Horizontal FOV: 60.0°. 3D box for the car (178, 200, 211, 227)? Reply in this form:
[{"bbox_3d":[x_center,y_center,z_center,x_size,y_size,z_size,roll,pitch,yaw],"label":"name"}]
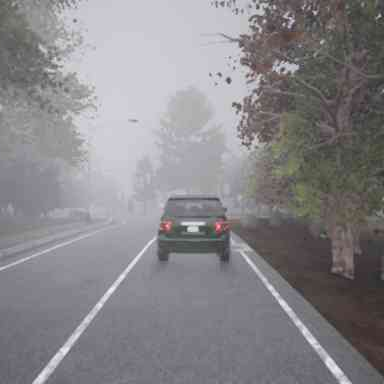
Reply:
[{"bbox_3d":[0.227,1.472,23.687,2.097,1.767,4.553,0,-2,2],"label":"car"}]

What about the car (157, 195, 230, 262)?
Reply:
[{"bbox_3d":[0.091,1.102,11.665,2.150,2.045,5.566,0,0,1],"label":"car"}]

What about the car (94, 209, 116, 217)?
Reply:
[{"bbox_3d":[-17.285,4.202,66.264,1.837,1.490,4.892,-3,-3,31],"label":"car"}]

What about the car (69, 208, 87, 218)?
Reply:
[{"bbox_3d":[-16.598,3.045,48.378,1.882,1.535,5.008,1,-4,-32],"label":"car"}]
